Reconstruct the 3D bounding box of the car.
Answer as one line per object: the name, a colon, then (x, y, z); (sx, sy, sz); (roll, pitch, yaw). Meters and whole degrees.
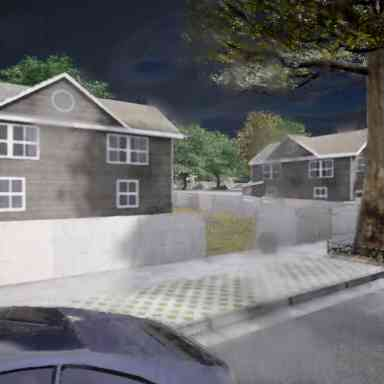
car: (-1.619, 1.554, 1.950); (4.181, 1.385, 1.994); (0, 0, -35)
